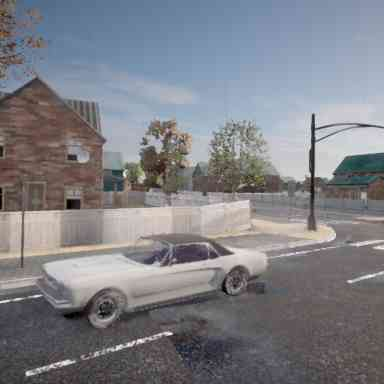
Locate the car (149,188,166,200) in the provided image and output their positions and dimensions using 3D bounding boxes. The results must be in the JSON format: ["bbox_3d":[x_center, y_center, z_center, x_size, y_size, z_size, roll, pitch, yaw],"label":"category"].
[{"bbox_3d":[-6.517,0.336,61.647,2.150,2.045,5.566,1,1,-21],"label":"car"}]

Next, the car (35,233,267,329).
[{"bbox_3d":[-0.670,1.603,7.066,4.718,1.301,1.895,0,0,-35],"label":"car"}]
